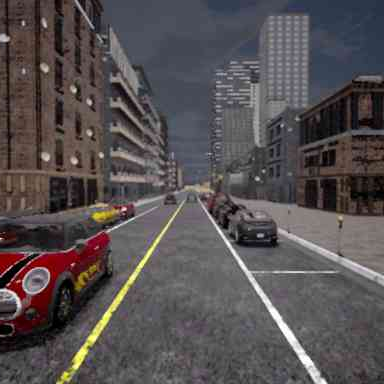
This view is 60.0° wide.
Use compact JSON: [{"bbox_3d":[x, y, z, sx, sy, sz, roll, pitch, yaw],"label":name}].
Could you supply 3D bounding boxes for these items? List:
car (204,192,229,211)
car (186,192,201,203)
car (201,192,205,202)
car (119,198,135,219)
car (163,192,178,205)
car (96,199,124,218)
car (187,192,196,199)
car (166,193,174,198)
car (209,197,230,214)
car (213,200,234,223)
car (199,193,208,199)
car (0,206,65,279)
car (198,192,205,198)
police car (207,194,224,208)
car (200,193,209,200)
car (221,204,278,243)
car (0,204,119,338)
[{"bbox_3d":[2.622,1.067,31.885,2.192,1.841,5.009,-1,0,0],"label":"car"},{"bbox_3d":[-0.029,1.052,55.759,2.128,1.511,4.902,0,0,0],"label":"car"},{"bbox_3d":[2.608,0.843,59.783,2.192,1.841,5.009,-1,0,0],"label":"car"},{"bbox_3d":[-5.719,1.236,26.253,1.967,1.590,4.097,-1,0,0],"label":"car"},{"bbox_3d":[-3.106,1.120,48.840,1.837,1.490,4.892,0,1,0],"label":"car"},{"bbox_3d":[-5.715,1.367,20.503,1.752,1.417,4.829,-1,0,0],"label":"car"},{"bbox_3d":[-0.038,0.714,72.770,1.882,1.535,5.008,0,0,0],"label":"car"},{"bbox_3d":[-5.748,0.877,87.634,1.802,1.307,4.206,-1,0,0],"label":"car"},{"bbox_3d":[2.630,1.362,26.308,1.947,1.339,4.313,-1,0,0],"label":"car"},{"bbox_3d":[2.633,1.406,20.728,1.947,1.339,4.313,-1,0,0],"label":"car"},{"bbox_3d":[2.641,0.940,76.523,2.008,1.369,4.403,-1,0,0],"label":"car"},{"bbox_3d":[-5.711,1.360,10.250,1.967,1.590,4.097,-1,0,0],"label":"car"},{"bbox_3d":[2.629,0.829,93.263,1.802,1.307,4.206,-1,1,0],"label":"car"},{"bbox_3d":[2.977,1.089,43.060,1.930,1.638,5.238,0,0,0],"label":"police car"},{"bbox_3d":[2.630,0.960,71.114,1.752,1.417,4.829,-1,0,0],"label":"car"},{"bbox_3d":[2.669,1.443,15.157,2.008,1.369,4.403,-1,0,0],"label":"car"},{"bbox_3d":[-3.103,1.299,6.824,2.097,1.767,4.553,0,0,0],"label":"car"}]
